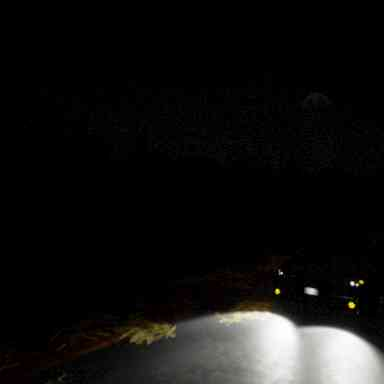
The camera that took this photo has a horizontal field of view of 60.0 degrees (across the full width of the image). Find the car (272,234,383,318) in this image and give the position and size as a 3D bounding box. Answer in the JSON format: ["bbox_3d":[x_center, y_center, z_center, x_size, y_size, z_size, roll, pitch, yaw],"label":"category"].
[{"bbox_3d":[3.597,1.705,7.795,1.994,1.385,4.181,-3,-2,42],"label":"car"}]
